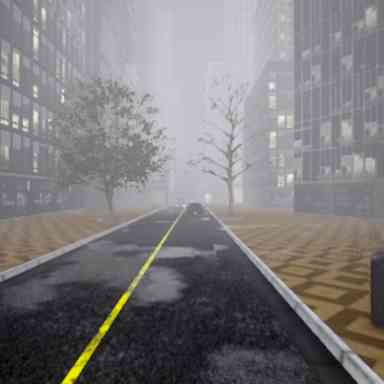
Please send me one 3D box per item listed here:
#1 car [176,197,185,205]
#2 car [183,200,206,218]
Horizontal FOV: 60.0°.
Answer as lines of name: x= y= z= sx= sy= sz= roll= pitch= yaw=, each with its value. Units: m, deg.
car: x=-2.520 y=1.937 z=74.940 sx=2.097 sy=1.767 sz=4.553 roll=0 pitch=-1 yaw=0
car: x=0.313 y=1.771 z=33.758 sx=1.837 sy=1.490 sz=4.892 roll=0 pitch=-1 yaw=0
